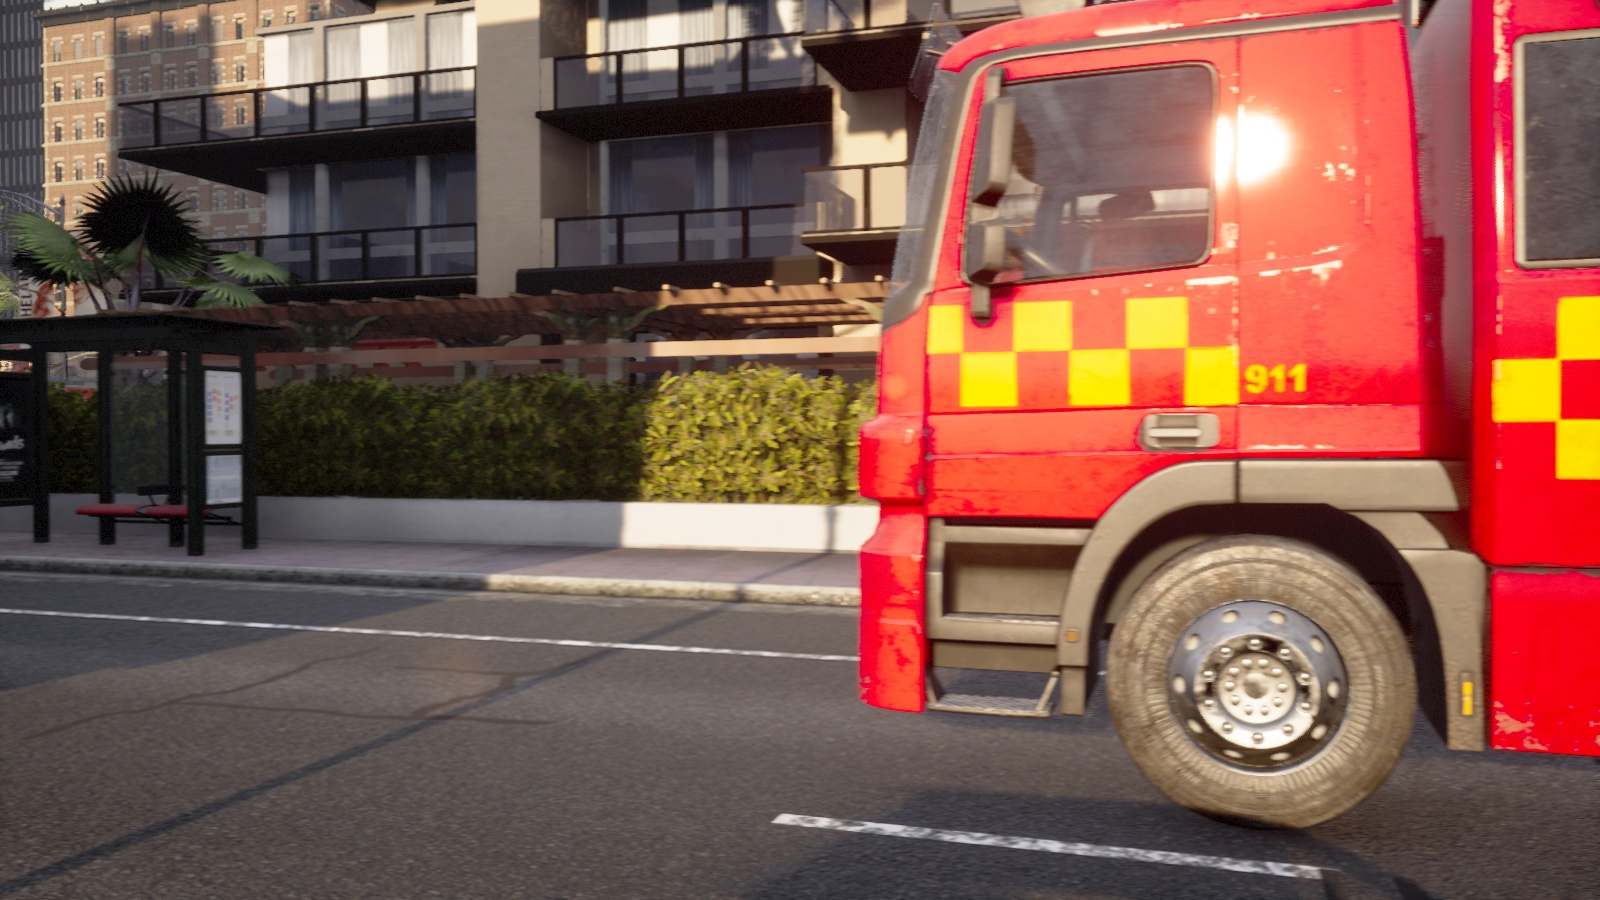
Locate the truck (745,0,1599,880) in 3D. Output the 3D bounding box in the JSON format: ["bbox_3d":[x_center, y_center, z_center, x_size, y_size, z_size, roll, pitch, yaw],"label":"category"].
[{"bbox_3d":[4.241,-0.409,5.439,8.468,3.827,2.891,1,1,19],"label":"truck"}]

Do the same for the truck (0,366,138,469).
[{"bbox_3d":[-30.542,-1.241,49.217,2.891,3.827,8.468,1,1,18],"label":"truck"}]
